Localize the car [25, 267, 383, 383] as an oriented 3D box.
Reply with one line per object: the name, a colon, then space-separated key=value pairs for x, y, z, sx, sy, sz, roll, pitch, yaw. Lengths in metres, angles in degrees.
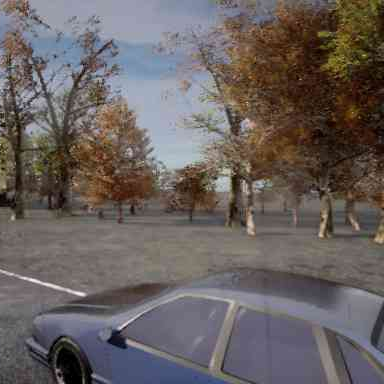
car: x=0.558 y=1.541 z=3.289 sx=5.357 sy=1.411 sz=2.033 roll=0 pitch=1 yaw=35
